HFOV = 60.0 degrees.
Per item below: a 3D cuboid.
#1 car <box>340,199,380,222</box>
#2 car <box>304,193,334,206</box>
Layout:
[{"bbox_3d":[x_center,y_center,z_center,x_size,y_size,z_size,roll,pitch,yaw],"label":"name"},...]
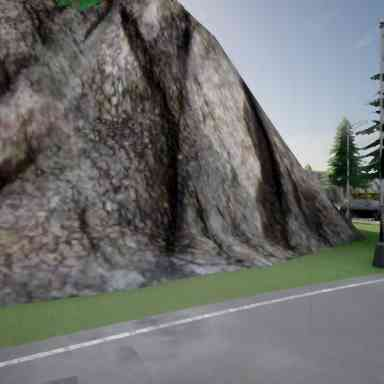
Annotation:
[{"bbox_3d":[14.283,1.351,26.646,2.097,1.767,4.553,0,0,-25],"label":"car"},{"bbox_3d":[21.306,1.207,55.688,5.566,2.045,2.150,0,0,-29],"label":"car"}]
